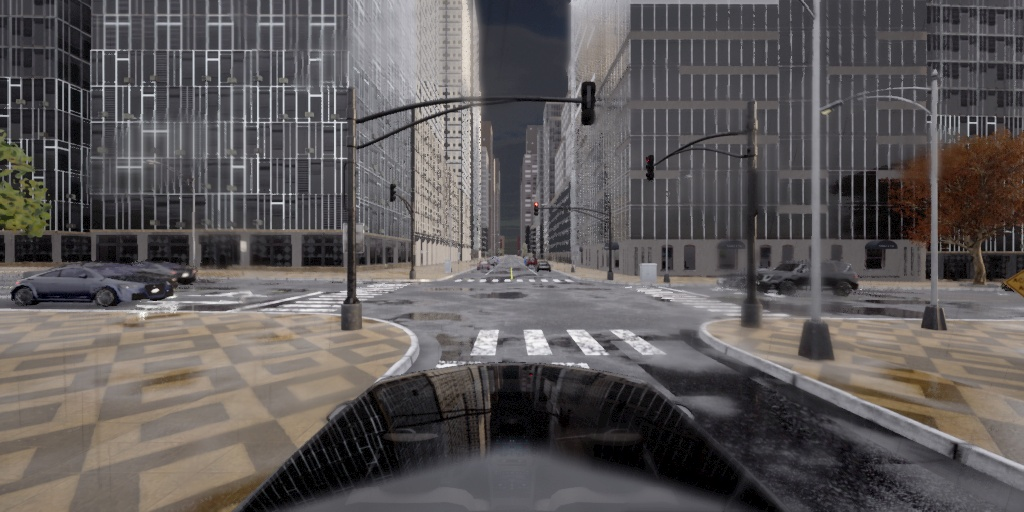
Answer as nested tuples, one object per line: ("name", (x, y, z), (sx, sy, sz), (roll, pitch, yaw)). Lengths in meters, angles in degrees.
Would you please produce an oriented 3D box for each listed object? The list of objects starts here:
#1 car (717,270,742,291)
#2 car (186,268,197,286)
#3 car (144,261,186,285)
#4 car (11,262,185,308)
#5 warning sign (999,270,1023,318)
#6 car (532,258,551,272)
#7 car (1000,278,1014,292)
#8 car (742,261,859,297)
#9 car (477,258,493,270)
("car", (16.716, 1.566, 24.584), (4.902, 1.511, 2.128), (1, 0, -3))
("car", (-19.920, 0.972, 19.603), (4.181, 1.385, 1.994), (1, 0, -2))
("car", (-18.561, 0.981, 16.238), (5.357, 1.411, 2.033), (1, 0, -3))
("car", (-15.157, 1.060, 13.143), (4.181, 1.385, 1.994), (1, 0, -3))
("warning sign", (17.274, 1.204, 11.896), (1.060, 1.860, 1.300), (0, 0, -3))
("car", (3.925, 1.328, 45.698), (1.948, 1.339, 4.313), (0, 0, 0))
("car", (38.072, 1.809, 25.561), (4.553, 1.767, 2.097), (1, 0, -2))
("car", (17.314, 1.307, 21.358), (5.566, 2.045, 2.150), (1, 0, -3))
("car", (-4.028, 1.342, 51.190), (1.802, 1.307, 4.207), (0, 0, 0))
